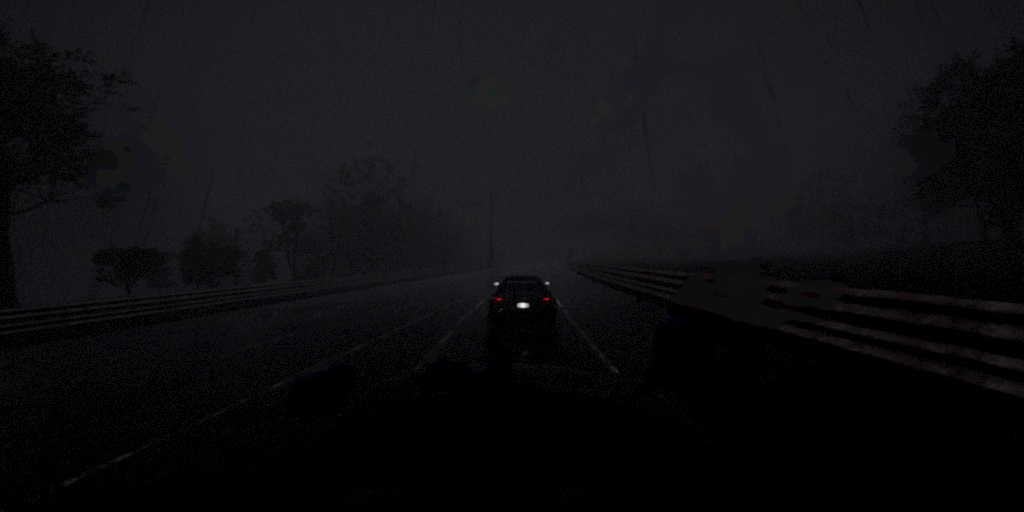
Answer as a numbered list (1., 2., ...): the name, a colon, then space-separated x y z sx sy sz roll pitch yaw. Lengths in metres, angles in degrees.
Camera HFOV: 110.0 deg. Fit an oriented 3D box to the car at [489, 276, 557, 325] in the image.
1. car: 0.341 1.331 11.856 1.994 1.385 4.181 -1 0 1
